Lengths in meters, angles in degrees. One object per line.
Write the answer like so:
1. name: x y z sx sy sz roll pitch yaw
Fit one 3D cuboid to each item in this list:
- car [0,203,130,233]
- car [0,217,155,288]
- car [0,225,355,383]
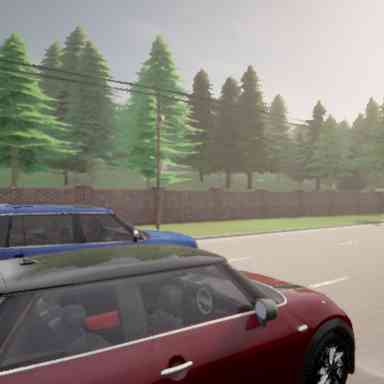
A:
1. car: -2.329 1.238 6.384 5.566 2.045 2.150 0 0 -35
2. car: -3.423 1.590 9.903 4.181 1.385 1.994 1 0 -35
3. car: -0.246 1.367 3.570 4.553 1.767 2.097 1 0 -35
